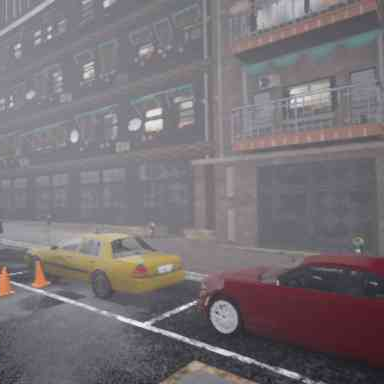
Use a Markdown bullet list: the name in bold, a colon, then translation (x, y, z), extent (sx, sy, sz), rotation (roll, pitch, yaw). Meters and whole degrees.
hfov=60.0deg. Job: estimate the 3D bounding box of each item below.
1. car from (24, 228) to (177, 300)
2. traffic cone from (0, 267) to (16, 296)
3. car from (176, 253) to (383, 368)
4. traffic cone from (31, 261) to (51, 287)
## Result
- **car**: translation (-2.429, 1.588, 8.398), extent (4.829, 1.417, 1.752), rotation (0, -2, 36)
- **traffic cone**: translation (-4.247, 2.002, 7.555), extent (0.340, 0.580, 0.340), rotation (0, -1, 36)
- **car**: translation (2.157, 1.601, 5.010), extent (4.507, 1.381, 1.887), rotation (0, -2, 36)
- **traffic cone**: translation (-3.762, 1.992, 8.214), extent (0.340, 0.580, 0.340), rotation (0, 6, 38)
